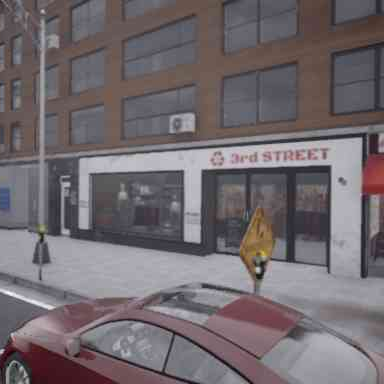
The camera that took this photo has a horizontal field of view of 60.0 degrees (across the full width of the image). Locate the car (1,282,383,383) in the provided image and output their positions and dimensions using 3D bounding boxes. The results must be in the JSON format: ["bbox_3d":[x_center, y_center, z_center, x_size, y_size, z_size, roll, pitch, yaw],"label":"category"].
[{"bbox_3d":[-0.136,1.580,3.170,4.206,1.307,1.802,0,1,36],"label":"car"}]
